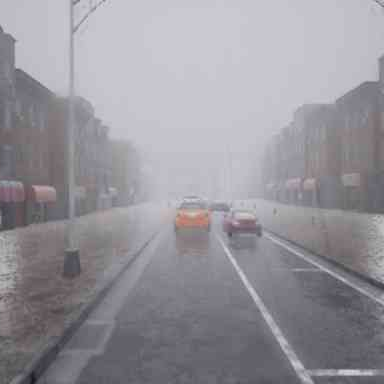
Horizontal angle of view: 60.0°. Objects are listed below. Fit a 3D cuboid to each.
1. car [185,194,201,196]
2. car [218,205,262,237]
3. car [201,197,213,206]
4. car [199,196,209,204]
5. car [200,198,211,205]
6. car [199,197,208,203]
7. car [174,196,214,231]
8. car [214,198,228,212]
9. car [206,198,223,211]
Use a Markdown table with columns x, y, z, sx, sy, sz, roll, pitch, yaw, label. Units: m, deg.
| x | y | z | sx | sy | sz | roll | pitch | yaw | label |
| --- | --- | --- | --- | --- | --- | --- | --- | --- | --- |
| -0.044 | 1.273 | 42.516 | 2.150 | 2.045 | 5.566 | 0 | 0 | 0 | car |
| 2.580 | 1.581 | 17.586 | 1.802 | 1.307 | 4.206 | 0 | 0 | 0 | car |
| 2.446 | 1.620 | 56.024 | 1.752 | 1.417 | 4.829 | 0 | 0 | 0 | car |
| 2.408 | 1.581 | 66.788 | 1.967 | 1.590 | 4.097 | 0 | 0 | 0 | car |
| 2.428 | 1.698 | 61.321 | 1.802 | 1.307 | 4.206 | 0 | 0 | 0 | car |
| 2.390 | 1.750 | 72.254 | 1.802 | 1.307 | 4.206 | 0 | 0 | 0 | car |
| 0.034 | 1.356 | 20.494 | 2.097 | 1.767 | 4.553 | 0 | 0 | 0 | car |
| 2.894 | 1.508 | 36.491 | 1.882 | 1.535 | 5.008 | 0 | 0 | 0 | car |
| 2.879 | 1.575 | 43.491 | 1.812 | 1.442 | 4.674 | 0 | 0 | 0 | car |
